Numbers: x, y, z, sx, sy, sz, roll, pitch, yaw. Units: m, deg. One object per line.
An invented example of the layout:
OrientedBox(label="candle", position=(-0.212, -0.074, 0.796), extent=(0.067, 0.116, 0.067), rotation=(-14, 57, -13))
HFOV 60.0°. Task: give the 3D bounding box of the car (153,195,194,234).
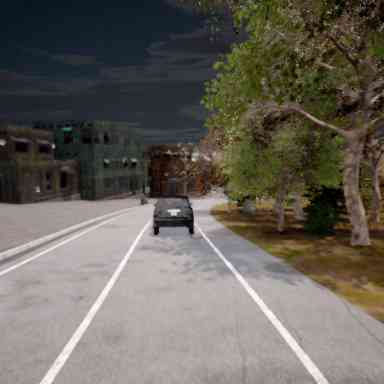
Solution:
OrientedBox(label="car", position=(-1.067, 1.183, 19.323), extent=(2.150, 2.045, 5.566), rotation=(-1, 0, -3))

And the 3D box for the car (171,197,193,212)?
OrientedBox(label="car", position=(-1.074, 1.365, 38.613), extent=(2.128, 1.511, 4.902), rotation=(0, 0, 4))
